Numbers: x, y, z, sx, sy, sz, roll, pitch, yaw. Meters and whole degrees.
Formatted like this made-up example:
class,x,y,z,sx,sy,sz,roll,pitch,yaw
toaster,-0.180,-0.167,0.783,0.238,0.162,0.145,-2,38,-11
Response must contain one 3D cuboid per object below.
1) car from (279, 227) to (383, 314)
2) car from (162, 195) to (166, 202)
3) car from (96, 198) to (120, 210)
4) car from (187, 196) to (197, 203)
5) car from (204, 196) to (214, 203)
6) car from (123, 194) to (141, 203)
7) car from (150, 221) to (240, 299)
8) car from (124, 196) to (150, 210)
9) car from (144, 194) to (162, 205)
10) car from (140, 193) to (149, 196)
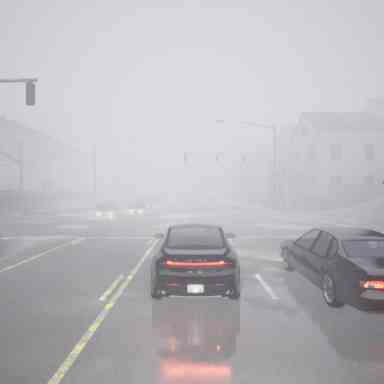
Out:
class,x,y,z,sx,sy,sz,roll,pitch,yaw
car,3.577,1.547,7.871,2.033,1.411,5.357,0,0,0
car,-6.980,1.454,74.988,1.882,1.535,5.008,0,0,0
car,-10.585,1.597,42.134,1.895,1.301,4.718,0,0,0
car,0.019,1.541,69.214,2.033,1.411,5.357,0,0,0
car,3.517,1.539,69.213,2.033,1.411,5.357,0,0,0
car,-10.560,1.520,57.676,1.812,1.442,4.674,0,0,0
car,0.078,1.504,8.448,1.837,1.490,4.892,0,0,0
car,-7.082,1.560,43.447,1.994,1.385,4.181,0,0,0
car,-7.048,1.500,60.430,1.837,1.490,4.892,0,0,0
car,-10.480,1.216,72.982,2.150,2.045,5.566,0,0,0
